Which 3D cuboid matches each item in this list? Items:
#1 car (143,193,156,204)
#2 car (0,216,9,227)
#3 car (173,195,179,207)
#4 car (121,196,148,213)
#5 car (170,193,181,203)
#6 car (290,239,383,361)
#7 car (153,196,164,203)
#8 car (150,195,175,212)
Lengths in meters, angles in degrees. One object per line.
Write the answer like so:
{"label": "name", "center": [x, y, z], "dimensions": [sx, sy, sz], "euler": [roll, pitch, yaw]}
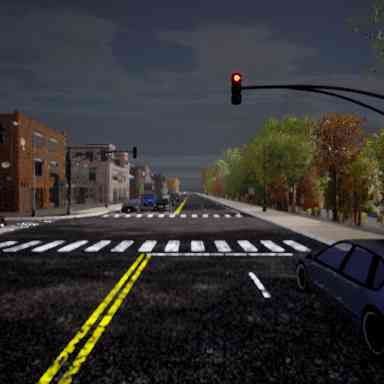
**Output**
{"label": "car", "center": [-6.653, 1.194, 51.463], "dimensions": [2.150, 2.045, 5.566], "euler": [0, 0, 0]}
{"label": "car", "center": [-14.606, 1.750, 20.873], "dimensions": [5.357, 1.411, 2.033], "euler": [-1, 1, -4]}
{"label": "car", "center": [-3.407, 1.536, 50.423], "dimensions": [1.994, 1.385, 4.181], "euler": [0, 0, 0]}
{"label": "car", "center": [-6.629, 1.526, 37.627], "dimensions": [2.033, 1.411, 5.357], "euler": [0, 0, 0]}
{"label": "car", "center": [-3.390, 1.188, 66.092], "dimensions": [2.150, 2.045, 5.566], "euler": [0, 0, 0]}
{"label": "car", "center": [3.349, 1.544, 5.827], "dimensions": [2.033, 1.411, 5.357], "euler": [0, 0, 0]}
{"label": "car", "center": [-6.634, 1.491, 66.512], "dimensions": [1.812, 1.442, 4.674], "euler": [0, 0, 0]}
{"label": "car", "center": [-3.377, 1.483, 38.928], "dimensions": [1.837, 1.490, 4.892], "euler": [0, 0, 0]}
